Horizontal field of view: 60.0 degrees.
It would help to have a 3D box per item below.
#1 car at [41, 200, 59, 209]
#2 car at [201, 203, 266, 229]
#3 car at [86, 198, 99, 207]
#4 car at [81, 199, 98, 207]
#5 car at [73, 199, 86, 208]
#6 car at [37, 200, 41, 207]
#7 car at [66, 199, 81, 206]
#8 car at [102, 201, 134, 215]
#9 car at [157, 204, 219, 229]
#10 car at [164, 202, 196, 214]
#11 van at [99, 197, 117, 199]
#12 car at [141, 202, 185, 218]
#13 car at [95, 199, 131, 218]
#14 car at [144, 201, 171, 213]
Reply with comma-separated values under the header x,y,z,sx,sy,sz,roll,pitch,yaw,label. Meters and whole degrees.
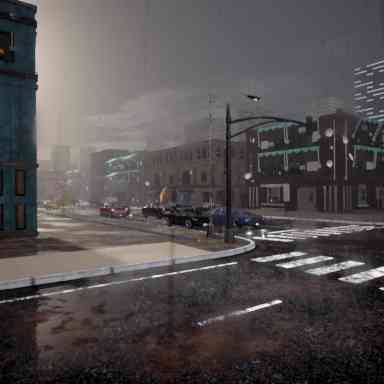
x,y,z,sx,sy,sz,roll,pitch,yaw,label
-24.251,2.233,57.598,1.752,1.417,4.829,-1,0,-35,car
2.774,1.750,23.980,2.033,1.411,5.357,-1,0,-34,car
-17.523,1.940,62.589,2.192,1.841,5.009,-1,0,-35,car
-20.722,2.228,67.103,1.887,1.381,4.507,-1,0,-35,car
-20.780,2.198,62.727,1.812,1.442,4.674,-1,0,-35,car
-30.758,2.376,66.764,2.008,1.369,4.403,-1,0,-35,car
-27.130,2.364,76.130,1.947,1.339,4.313,-1,0,-35,car
-9.205,1.930,40.909,2.128,1.511,4.902,-1,0,-35,car
-0.394,1.815,23.784,1.947,1.339,4.313,-1,0,-35,car
-1.496,1.904,40.023,1.802,1.307,4.206,-2,0,-35,car
-14.318,1.907,58.076,1.690,1.788,3.998,-1,0,-35,van
-3.206,1.812,32.443,2.128,1.511,4.902,-1,0,-35,car
-8.331,1.846,35.169,1.967,1.590,4.097,-1,0,-35,car
-4.699,1.966,44.536,1.802,1.307,4.206,-2,0,-35,car
